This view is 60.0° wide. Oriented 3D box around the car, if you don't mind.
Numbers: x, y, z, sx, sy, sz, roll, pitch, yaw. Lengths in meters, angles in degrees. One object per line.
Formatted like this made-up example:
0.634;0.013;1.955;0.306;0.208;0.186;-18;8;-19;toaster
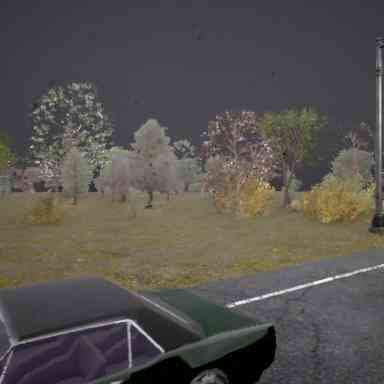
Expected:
-1.502;1.598;2.906;4.718;1.301;1.895;0;0;-35;car
